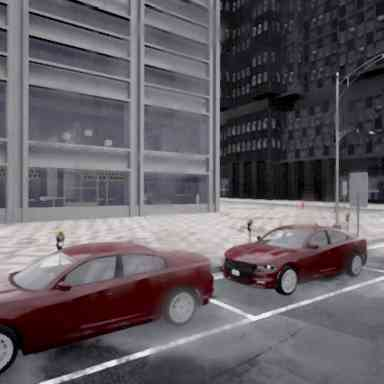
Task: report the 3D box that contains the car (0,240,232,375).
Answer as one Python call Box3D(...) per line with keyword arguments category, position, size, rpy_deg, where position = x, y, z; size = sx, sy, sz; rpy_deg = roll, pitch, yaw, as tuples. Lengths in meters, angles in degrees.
Box3D(category="car", position=(-1.699, 1.543, 5.455), size=(4.507, 1.381, 1.887), rpy_deg=(0, 0, -36))

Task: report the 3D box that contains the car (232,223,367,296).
Box3D(category="car", position=(2.793, 1.539, 8.672), size=(4.507, 1.381, 1.887), rpy_deg=(0, 0, -36))
